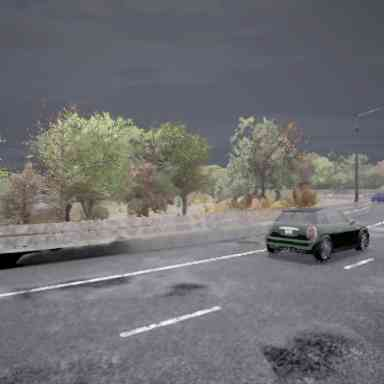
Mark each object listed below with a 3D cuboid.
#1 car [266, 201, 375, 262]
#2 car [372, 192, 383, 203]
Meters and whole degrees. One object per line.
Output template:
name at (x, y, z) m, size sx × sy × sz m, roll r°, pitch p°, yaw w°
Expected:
car at (4.799, 1.361, 12.453) m, size 4.553 × 1.767 × 2.097 m, roll 0°, pitch 0°, yaw -42°
car at (36.646, 1.093, 64.292) m, size 2.150 × 2.045 × 5.566 m, roll 0°, pitch 0°, yaw 13°
